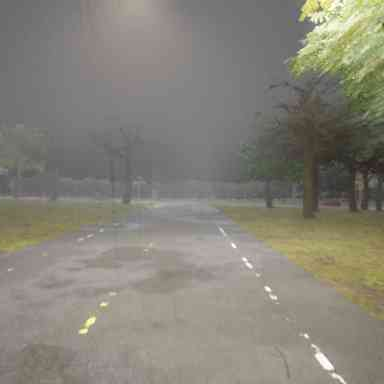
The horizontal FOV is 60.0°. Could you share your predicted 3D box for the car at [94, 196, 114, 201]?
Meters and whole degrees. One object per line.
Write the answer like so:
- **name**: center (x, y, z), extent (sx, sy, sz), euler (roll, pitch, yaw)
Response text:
- **car**: center (-23.966, 1.757, 90.482), extent (5.357, 1.411, 2.033), euler (2, 0, 0)
